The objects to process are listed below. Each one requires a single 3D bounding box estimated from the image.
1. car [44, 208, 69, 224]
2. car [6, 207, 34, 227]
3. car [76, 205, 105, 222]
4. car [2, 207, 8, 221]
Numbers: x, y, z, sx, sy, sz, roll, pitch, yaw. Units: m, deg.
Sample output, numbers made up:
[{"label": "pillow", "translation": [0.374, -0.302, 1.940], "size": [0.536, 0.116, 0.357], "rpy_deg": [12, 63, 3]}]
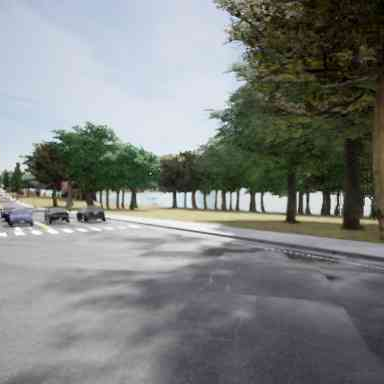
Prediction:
[{"label": "car", "translation": [-13.788, 2.366, 33.782], "size": [1.837, 1.490, 4.892], "rpy_deg": [0, -1, -31]}, {"label": "car", "translation": [-15.739, 2.352, 30.541], "size": [1.812, 1.442, 4.674], "rpy_deg": [0, -1, -31]}, {"label": "car", "translation": [-10.696, 2.187, 34.952], "size": [2.097, 1.767, 4.553], "rpy_deg": [0, -1, -31]}, {"label": "car", "translation": [-20.337, 2.668, 38.120], "size": [1.895, 1.301, 4.718], "rpy_deg": [0, -1, -31]}]
